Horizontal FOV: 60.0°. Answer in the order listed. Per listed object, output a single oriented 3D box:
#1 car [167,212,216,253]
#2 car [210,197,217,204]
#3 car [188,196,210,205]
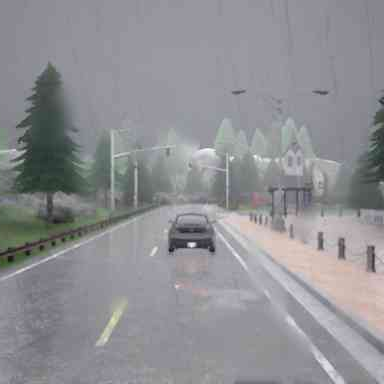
[{"bbox_3d":[-0.003,1.641,14.308,1.837,1.490,4.892,0,0,0],"label":"car"},{"bbox_3d":[6.201,2.098,80.175,2.097,1.767,4.553,0,-1,42],"label":"car"},{"bbox_3d":[1.384,1.964,79.686,2.150,2.045,5.566,0,-1,35],"label":"car"}]
